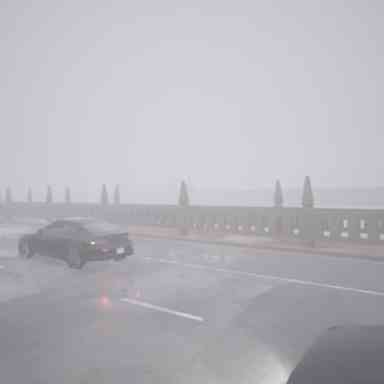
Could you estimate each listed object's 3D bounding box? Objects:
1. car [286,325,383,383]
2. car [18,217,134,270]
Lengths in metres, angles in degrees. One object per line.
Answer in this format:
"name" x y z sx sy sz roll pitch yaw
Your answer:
"car" 3.205 1.537 1.707 5.357 1.411 2.033 0 0 36
"car" -3.978 1.579 11.221 4.674 1.442 1.812 0 0 36
